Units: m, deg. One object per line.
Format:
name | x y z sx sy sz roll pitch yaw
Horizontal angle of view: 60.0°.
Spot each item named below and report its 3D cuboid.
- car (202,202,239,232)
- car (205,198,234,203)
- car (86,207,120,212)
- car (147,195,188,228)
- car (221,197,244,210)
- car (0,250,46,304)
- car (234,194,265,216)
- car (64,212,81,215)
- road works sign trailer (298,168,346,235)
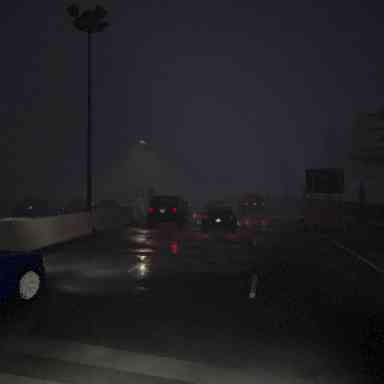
car | 1.721 1.563 20.296 1.994 1.385 4.181 0 0 7
car | 2.694 1.524 36.486 1.837 1.490 4.892 1 0 -15
car | -8.297 1.491 32.294 2.128 1.511 4.902 0 0 0
car | -1.527 1.223 22.521 2.150 2.045 5.566 0 0 5
car | 5.222 1.477 43.646 1.882 1.535 5.008 0 0 -5
car | -4.608 1.477 5.427 1.882 1.535 5.008 0 0 16
car | 5.785 1.219 32.934 2.150 2.045 5.566 0 0 1
car | -11.811 1.504 34.491 1.837 1.490 4.892 0 0 -2
road works sign trailer | 7.518 0.464 18.403 2.380 3.560 2.880 0 0 -12
